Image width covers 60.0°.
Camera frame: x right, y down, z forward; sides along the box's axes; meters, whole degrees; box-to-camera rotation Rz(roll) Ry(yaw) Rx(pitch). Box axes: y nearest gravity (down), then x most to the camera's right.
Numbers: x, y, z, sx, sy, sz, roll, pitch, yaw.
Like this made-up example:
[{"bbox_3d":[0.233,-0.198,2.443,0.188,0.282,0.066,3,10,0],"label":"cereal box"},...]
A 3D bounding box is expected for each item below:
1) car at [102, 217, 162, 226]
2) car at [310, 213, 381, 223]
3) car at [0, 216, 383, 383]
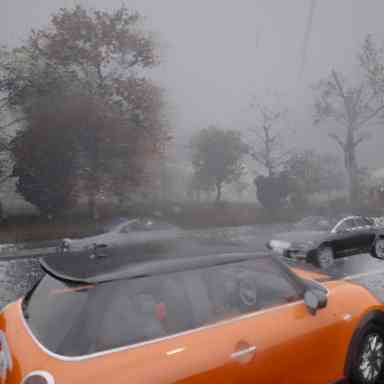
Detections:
[{"bbox_3d":[-2.069,1.530,10.899,4.181,1.385,1.994,0,0,-34],"label":"car"},{"bbox_3d":[4.599,1.466,11.048,4.902,1.511,2.128,0,0,-32],"label":"car"},{"bbox_3d":[0.292,1.342,3.790,4.553,1.767,2.097,0,0,-35],"label":"car"}]
